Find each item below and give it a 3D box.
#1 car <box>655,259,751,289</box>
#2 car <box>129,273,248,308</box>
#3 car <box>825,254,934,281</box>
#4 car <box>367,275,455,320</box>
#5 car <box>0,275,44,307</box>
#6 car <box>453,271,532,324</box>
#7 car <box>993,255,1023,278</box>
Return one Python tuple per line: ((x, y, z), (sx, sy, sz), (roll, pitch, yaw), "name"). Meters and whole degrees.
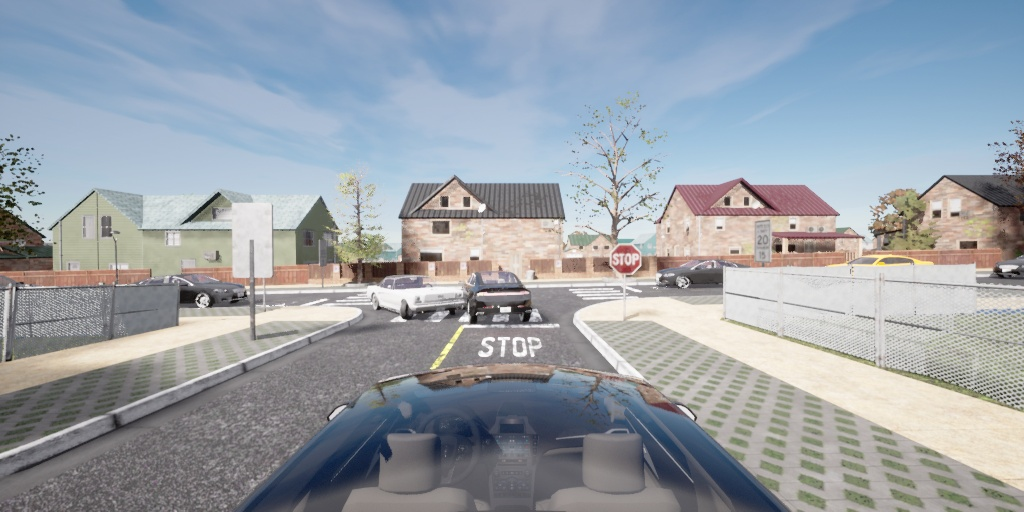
((10.341, 0.924, 19.462), (4.902, 1.511, 2.128), (-1, 1, 0), "car")
((-14.893, 1.565, 16.423), (4.902, 1.511, 2.128), (-1, 1, 0), "car")
((19.772, 0.688, 19.493), (5.008, 1.535, 1.882), (-1, 1, 0), "car")
((-3.596, 1.366, 12.921), (1.895, 1.301, 4.718), (0, 0, -38), "car")
((-24.231, 1.646, 16.387), (4.553, 1.767, 2.097), (-1, 1, 0), "car")
((-0.679, 1.241, 12.060), (2.128, 1.511, 4.902), (0, 0, -12), "car")
((29.396, 0.476, 19.525), (4.902, 1.511, 2.128), (-1, 1, 0), "car")
